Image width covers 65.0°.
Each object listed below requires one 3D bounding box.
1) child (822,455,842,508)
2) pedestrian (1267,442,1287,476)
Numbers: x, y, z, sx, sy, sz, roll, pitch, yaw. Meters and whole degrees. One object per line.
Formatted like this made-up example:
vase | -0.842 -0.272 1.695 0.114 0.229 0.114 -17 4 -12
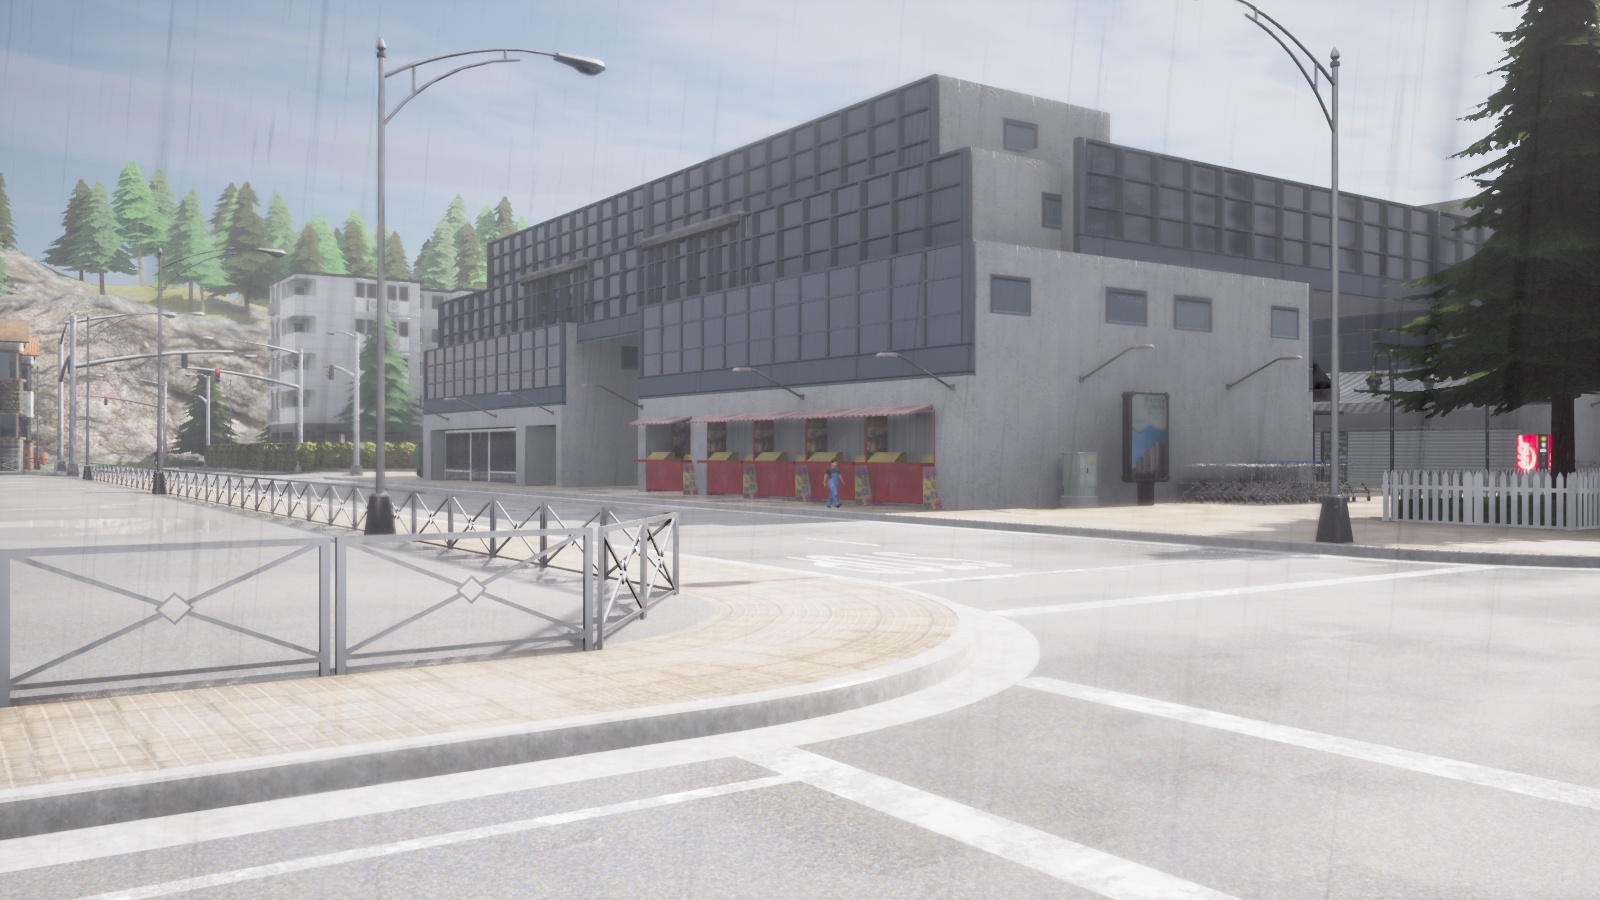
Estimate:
child | 0.772 0.743 30.213 0.270 1.263 0.437 0 0 -37
pedestrian | 27.123 0.507 71.390 0.563 1.883 0.849 0 0 -36
